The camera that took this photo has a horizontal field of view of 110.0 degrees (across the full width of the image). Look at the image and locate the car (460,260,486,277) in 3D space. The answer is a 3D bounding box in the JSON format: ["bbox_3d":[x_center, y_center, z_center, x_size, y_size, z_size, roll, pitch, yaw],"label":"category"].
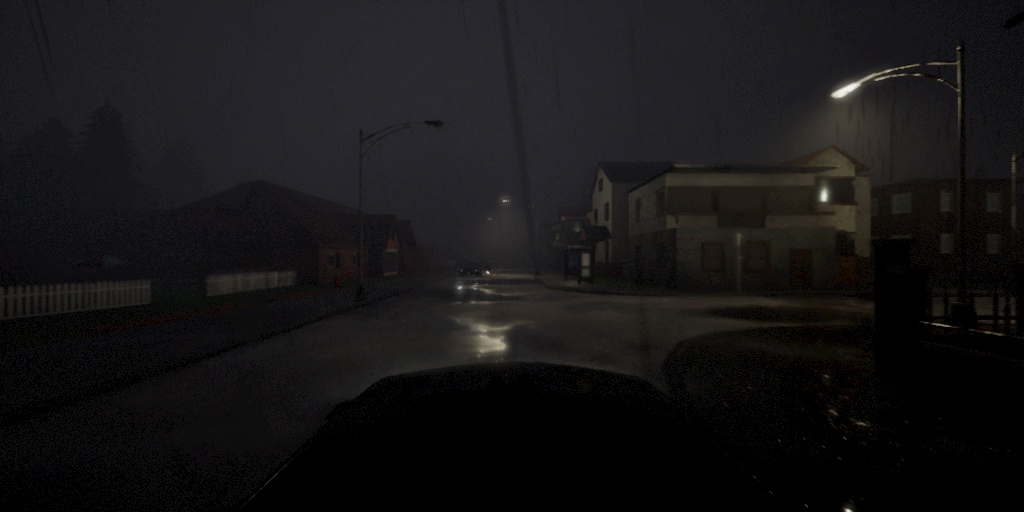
[{"bbox_3d":[-4.073,1.349,36.445,1.812,1.442,4.674,0,0,2],"label":"car"}]

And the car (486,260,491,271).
[{"bbox_3d":[-4.042,1.359,51.223,1.837,1.490,4.892,0,0,1],"label":"car"}]
